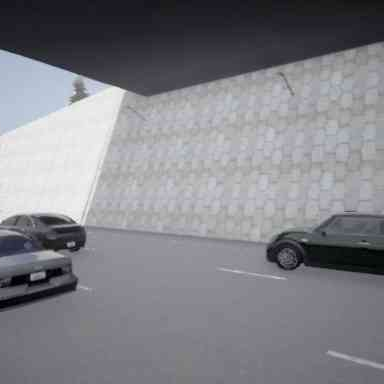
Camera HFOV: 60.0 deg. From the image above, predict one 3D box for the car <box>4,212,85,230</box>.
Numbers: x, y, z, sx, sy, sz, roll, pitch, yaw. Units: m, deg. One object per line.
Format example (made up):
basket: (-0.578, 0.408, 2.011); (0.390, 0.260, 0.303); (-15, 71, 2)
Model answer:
car: (-6.038, 1.519, 12.604); (4.892, 1.490, 1.837); (0, 0, 36)

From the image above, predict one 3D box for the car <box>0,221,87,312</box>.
car: (-4.807, 1.557, 7.423); (5.357, 1.411, 2.033); (0, 0, 36)

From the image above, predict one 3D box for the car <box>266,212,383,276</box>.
car: (4.435, 1.354, 9.428); (4.553, 1.767, 2.097); (0, 0, 36)
